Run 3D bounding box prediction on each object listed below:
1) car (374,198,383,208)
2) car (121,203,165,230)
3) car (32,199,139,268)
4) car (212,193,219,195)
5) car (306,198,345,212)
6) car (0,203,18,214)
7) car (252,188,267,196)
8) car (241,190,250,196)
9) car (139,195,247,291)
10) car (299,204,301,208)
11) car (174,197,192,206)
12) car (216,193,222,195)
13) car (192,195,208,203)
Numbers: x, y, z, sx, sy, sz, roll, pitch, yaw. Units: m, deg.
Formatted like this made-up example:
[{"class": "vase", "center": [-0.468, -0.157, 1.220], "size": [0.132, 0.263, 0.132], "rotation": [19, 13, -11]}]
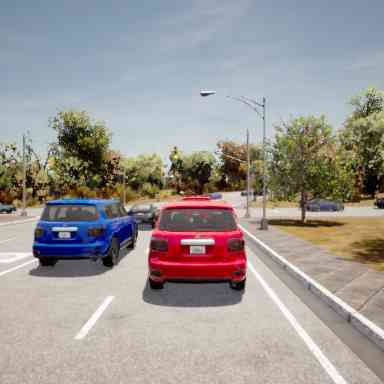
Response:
[{"class": "car", "center": [26.241, 1.060, 42.249], "size": [5.566, 2.045, 2.150], "rotation": [-2, 0, 3]}, {"class": "car", "center": [-3.131, 1.540, 22.439], "size": [2.128, 1.511, 4.902], "rotation": [0, 0, 2]}, {"class": "car", "center": [-3.350, 1.236, 11.512], "size": [2.150, 2.045, 5.566], "rotation": [0, 0, 1]}, {"class": "car", "center": [0.297, 1.263, 19.922], "size": [2.150, 2.045, 5.566], "rotation": [0, 0, 2]}, {"class": "car", "center": [15.745, 1.614, 39.374], "size": [4.181, 1.385, 1.994], "rotation": [-1, 0, 4]}, {"class": "car", "center": [-22.982, 1.815, 38.022], "size": [5.357, 1.411, 2.033], "rotation": [-2, 0, 3]}, {"class": "car", "center": [17.588, -0.079, 85.035], "size": [2.150, 2.045, 5.566], "rotation": [0, 3, 33]}, {"class": "car", "center": [14.273, 0.262, 86.320], "size": [2.128, 1.511, 4.902], "rotation": [0, 3, 33]}, {"class": "car", "center": [0.131, 1.230, 9.193], "size": [2.150, 2.045, 5.566], "rotation": [0, 0, 0]}, {"class": "car", "center": [16.275, 1.562, 42.850], "size": [4.892, 1.490, 1.837], "rotation": [-1, 0, 3]}, {"class": "car", "center": [-1.502, 1.662, 59.003], "size": [1.994, 1.385, 4.181], "rotation": [0, 1, 16]}, {"class": "car", "center": [5.682, 0.945, 77.885], "size": [1.812, 1.442, 4.674], "rotation": [0, 3, 26]}, {"class": "car", "center": [1.648, 1.391, 68.510], "size": [1.812, 1.442, 4.674], "rotation": [0, 2, 21]}]
